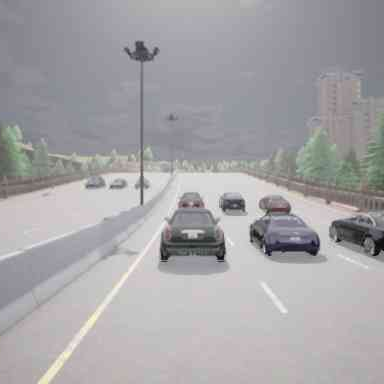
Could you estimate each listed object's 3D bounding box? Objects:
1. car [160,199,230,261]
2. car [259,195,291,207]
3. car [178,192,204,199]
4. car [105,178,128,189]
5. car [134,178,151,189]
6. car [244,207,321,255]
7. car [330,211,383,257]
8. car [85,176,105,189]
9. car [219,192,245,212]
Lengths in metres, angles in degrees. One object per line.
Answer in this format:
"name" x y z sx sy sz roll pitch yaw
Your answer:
"car" 0.027 1.343 12.388 2.097 1.767 4.553 0 1 0
"car" 6.948 0.912 28.183 1.994 1.385 4.181 0 4 0
"car" -0.053 0.763 27.195 2.097 1.767 4.553 0 4 0
"car" -10.819 -1.299 49.313 2.033 1.411 5.357 0 7 0
"car" -7.320 -1.320 49.321 1.812 1.442 4.674 0 7 0
"car" 3.530 1.544 13.358 1.994 1.385 4.181 0 1 0
"car" 7.029 1.478 12.875 2.128 1.511 4.902 0 1 0
"car" -14.315 -1.500 49.335 2.097 1.767 4.553 0 7 0
"car" 3.448 0.757 29.085 1.882 1.535 5.008 0 4 0
